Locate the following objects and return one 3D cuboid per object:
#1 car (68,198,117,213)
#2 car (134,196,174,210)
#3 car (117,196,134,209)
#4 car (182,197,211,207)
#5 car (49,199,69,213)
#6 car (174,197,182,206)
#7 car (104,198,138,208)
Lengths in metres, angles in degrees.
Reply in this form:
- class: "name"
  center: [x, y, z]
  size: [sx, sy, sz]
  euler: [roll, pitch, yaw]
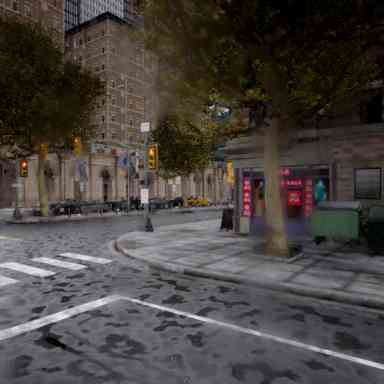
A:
- class: "car"
  center: [-10.663, 1.564, 35.893]
  size: [1.994, 1.385, 4.181]
  euler: [0, 0, 36]
- class: "car"
  center: [-4.932, 1.505, 43.818]
  size: [1.837, 1.490, 4.892]
  euler: [0, 0, 36]
- class: "car"
  center: [-7.899, 1.352, 45.690]
  size: [2.097, 1.767, 4.553]
  euler: [0, 0, 36]
- class: "car"
  center: [1.077, 1.478, 52.106]
  size: [1.882, 1.535, 5.008]
  euler: [0, 0, 36]
- class: "car"
  center: [-13.845, 1.505, 37.466]
  size: [1.837, 1.490, 4.892]
  euler: [0, 0, 36]
- class: "car"
  center: [-1.780, 1.478, 54.134]
  size: [1.882, 1.535, 5.008]
  euler: [0, 0, 36]
- class: "car"
  center: [-10.172, 1.595, 47.925]
  size: [1.895, 1.301, 4.718]
  euler: [0, 0, 36]
